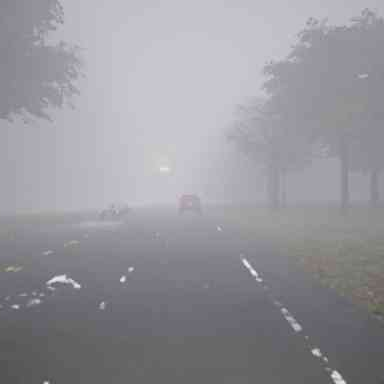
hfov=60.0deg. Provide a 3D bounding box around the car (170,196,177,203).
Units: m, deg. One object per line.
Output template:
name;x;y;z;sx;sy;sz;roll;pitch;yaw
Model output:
car;-3.938;1.752;77.588;1.812;1.442;4.674;0;0;0

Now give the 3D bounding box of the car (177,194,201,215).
car;-0.193;1.263;35.101;2.150;2.045;5.566;0;0;0

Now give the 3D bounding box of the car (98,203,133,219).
car;-6.754;1.675;29.785;1.895;1.301;4.718;0;0;4
